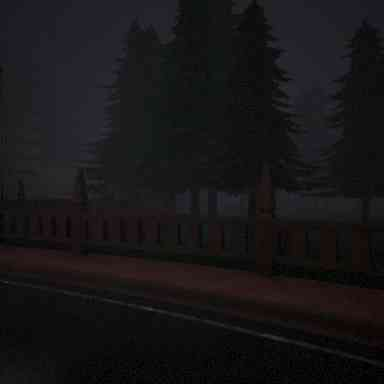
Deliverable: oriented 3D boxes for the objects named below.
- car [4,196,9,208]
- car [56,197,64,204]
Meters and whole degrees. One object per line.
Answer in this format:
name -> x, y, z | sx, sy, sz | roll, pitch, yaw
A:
car -> -20.843, 1.204, 34.152 | 2.097, 1.767, 4.553 | 0, 0, 21
car -> -18.207, 1.019, 50.485 | 2.150, 2.045, 5.566 | 0, 0, 20
